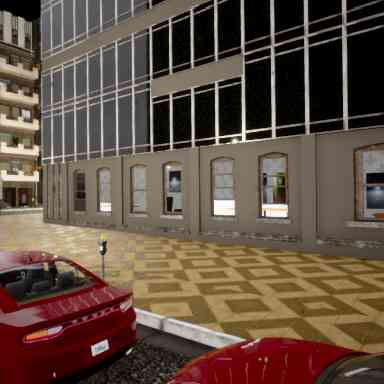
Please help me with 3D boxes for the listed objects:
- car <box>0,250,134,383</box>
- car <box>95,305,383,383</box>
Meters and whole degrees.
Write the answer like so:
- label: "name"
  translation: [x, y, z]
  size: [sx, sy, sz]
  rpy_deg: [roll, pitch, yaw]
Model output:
- label: "car"
  translation: [-2.804, 1.546, 4.892]
  size: [4.507, 1.381, 1.887]
  rpy_deg: [0, -1, 36]
- label: "car"
  translation: [1.765, 1.545, 1.626]
  size: [4.507, 1.381, 1.887]
  rpy_deg: [0, -1, 36]
